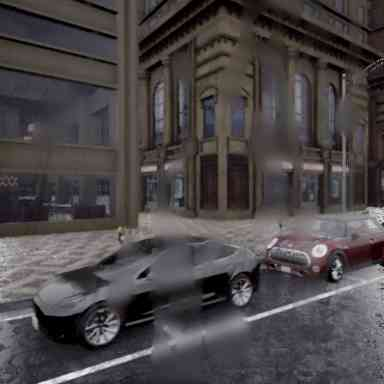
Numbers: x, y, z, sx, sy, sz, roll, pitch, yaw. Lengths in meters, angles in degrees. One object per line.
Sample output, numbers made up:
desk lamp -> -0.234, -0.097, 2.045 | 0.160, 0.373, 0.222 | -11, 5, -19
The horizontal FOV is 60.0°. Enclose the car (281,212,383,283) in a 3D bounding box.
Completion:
car -> 3.985, 1.402, 9.496 | 4.097, 1.590, 1.967 | 0, 0, -36

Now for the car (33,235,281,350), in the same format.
car -> -0.573, 1.552, 6.240 | 4.313, 1.339, 1.947 | 0, 0, -36
